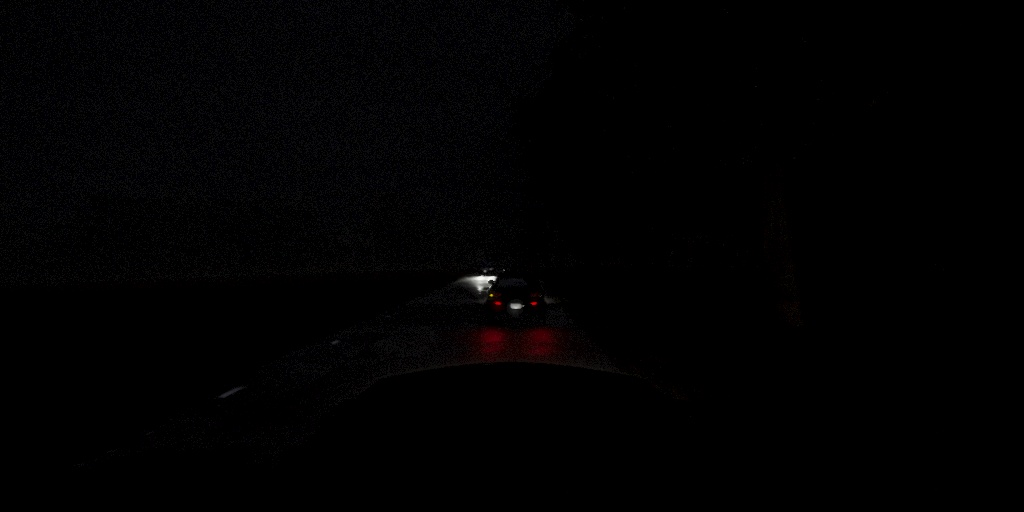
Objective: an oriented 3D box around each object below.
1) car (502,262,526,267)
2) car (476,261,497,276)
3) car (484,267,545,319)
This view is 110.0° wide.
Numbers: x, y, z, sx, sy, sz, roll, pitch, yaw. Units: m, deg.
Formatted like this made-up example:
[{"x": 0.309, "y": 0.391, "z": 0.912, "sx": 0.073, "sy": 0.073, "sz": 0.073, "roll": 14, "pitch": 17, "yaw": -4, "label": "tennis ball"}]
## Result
[{"x": 0.207, "y": 1.272, "z": 30.535, "sx": 2.128, "sy": 1.511, "sz": 4.902, "roll": 0, "pitch": 0, "yaw": 0, "label": "car"}, {"x": -2.696, "y": 1.286, "z": 38.563, "sx": 2.128, "sy": 1.511, "sz": 4.902, "roll": 0, "pitch": 0, "yaw": 0, "label": "car"}, {"x": 0.131, "y": 1.283, "z": 12.687, "sx": 1.812, "sy": 1.442, "sz": 4.674, "roll": 0, "pitch": 0, "yaw": 0, "label": "car"}]
